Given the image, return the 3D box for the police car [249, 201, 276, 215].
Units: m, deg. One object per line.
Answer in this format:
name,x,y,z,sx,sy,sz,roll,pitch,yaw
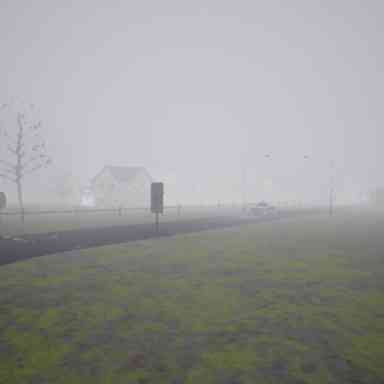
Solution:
police car,8.740,1.956,41.192,1.930,1.638,5.238,1,0,35
